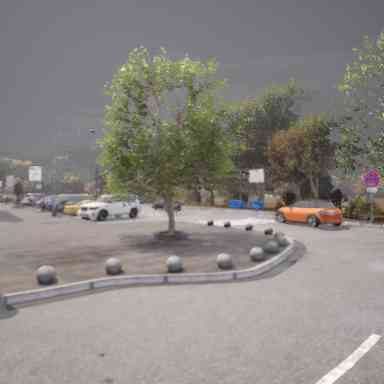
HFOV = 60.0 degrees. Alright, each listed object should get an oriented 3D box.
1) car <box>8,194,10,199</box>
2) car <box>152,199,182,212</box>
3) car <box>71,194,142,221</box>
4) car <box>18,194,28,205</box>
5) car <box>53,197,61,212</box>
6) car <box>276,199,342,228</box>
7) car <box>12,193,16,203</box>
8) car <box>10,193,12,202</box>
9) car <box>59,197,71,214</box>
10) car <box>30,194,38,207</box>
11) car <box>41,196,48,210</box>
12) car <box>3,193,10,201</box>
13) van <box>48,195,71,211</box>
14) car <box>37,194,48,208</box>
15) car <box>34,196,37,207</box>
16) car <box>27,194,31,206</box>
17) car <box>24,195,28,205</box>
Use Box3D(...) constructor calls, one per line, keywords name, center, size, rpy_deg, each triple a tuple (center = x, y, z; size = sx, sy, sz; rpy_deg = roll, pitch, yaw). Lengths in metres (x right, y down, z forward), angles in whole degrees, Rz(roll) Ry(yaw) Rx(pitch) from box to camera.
Box3D(name="car", center=(-36.568, 1.632, 72.586), size=(2.163, 1.488, 4.792), rpy_deg=(-1, 0, 36))
Box3D(name="car", center=(-2.996, 1.475, 39.263), size=(2.128, 1.511, 4.902), rpy_deg=(0, 0, -34))
Box3D(name="car", center=(-6.624, 1.233, 27.547), size=(2.435, 2.045, 5.566), rpy_deg=(0, 1, 36))
Box3D(name="car", center=(-24.940, 1.279, 55.085), size=(2.435, 2.045, 5.566), rpy_deg=(-1, 0, 36))
Box3D(name="car", center=(-11.638, 1.534, 35.062), size=(2.002, 1.452, 4.674), rpy_deg=(-1, 0, 36))
Box3D(name="car", center=(7.651, 1.319, 22.252), size=(2.097, 1.767, 4.553), rpy_deg=(0, 0, -23))
Box3D(name="car", center=(-29.940, 1.305, 62.589), size=(2.435, 2.045, 5.566), rpy_deg=(-1, 0, 36))
Box3D(name="car", center=(-34.945, 1.465, 70.039), size=(2.185, 1.767, 4.553), rpy_deg=(-1, 0, 36))
Box3D(name="car", center=(-9.852, 1.485, 32.718), size=(1.946, 1.575, 5.366), rpy_deg=(-1, 0, 36))
Box3D(name="car", center=(-19.943, 1.387, 47.581), size=(2.185, 1.767, 4.553), rpy_deg=(0, 1, 36))
Box3D(name="car", center=(-14.962, 1.500, 40.060), size=(2.097, 1.535, 5.008), rpy_deg=(0, 1, 36))
Box3D(name="car", center=(-43.261, 1.662, 82.536), size=(2.231, 1.521, 4.892), rpy_deg=(-1, 0, 36))
Box3D(name="van", center=(-13.371, 1.273, 37.461), size=(1.878, 1.987, 4.442), rpy_deg=(0, 1, 36))
Box3D(name="car", center=(-16.663, 1.379, 42.536), size=(2.185, 1.767, 4.553), rpy_deg=(-1, 0, 36))
Box3D(name="car", center=(-18.302, 1.548, 45.058), size=(2.002, 1.452, 4.674), rpy_deg=(-1, 0, 36))
Box3D(name="car", center=(-21.604, 1.392, 50.080), size=(2.185, 1.767, 4.553), rpy_deg=(0, 1, 36))
Box3D(name="car", center=(-23.277, 1.553, 52.587), size=(2.163, 1.488, 4.792), rpy_deg=(-1, 0, 36))
